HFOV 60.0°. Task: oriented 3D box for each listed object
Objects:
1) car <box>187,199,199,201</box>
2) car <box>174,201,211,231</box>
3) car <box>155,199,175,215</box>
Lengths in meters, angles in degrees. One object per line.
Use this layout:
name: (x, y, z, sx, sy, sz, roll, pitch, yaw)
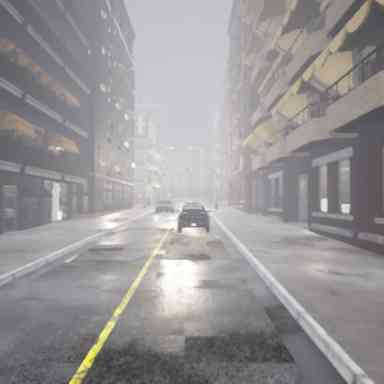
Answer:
car: (0.085, 1.540, 38.116, 2.128, 1.511, 4.902, 0, 0, 0)
car: (0.093, 1.523, 20.484, 1.837, 1.490, 4.892, 0, 0, 0)
car: (-2.800, 1.520, 35.347, 1.882, 1.535, 5.008, 0, 0, 0)
